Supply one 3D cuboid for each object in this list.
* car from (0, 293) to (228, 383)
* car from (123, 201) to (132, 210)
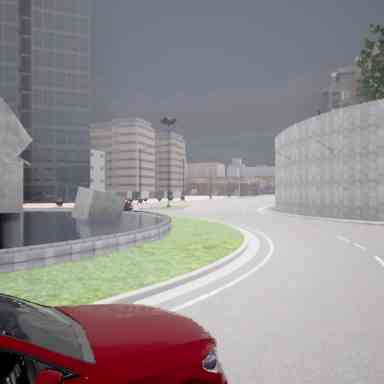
[{"bbox_3d":[-1.861,1.526,2.488,4.674,1.442,1.812,0,0,-35],"label":"car"},{"bbox_3d":[-8.921,1.518,36.916,4.674,1.442,1.812,0,0,18],"label":"car"}]
